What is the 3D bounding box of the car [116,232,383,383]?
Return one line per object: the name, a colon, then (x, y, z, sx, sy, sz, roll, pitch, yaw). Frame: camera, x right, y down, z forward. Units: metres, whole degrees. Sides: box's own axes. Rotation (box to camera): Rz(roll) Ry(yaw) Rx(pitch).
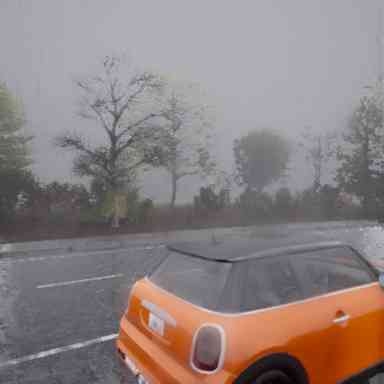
car: (1.420, 1.344, 4.489, 4.553, 1.767, 2.097, 0, 0, -33)
